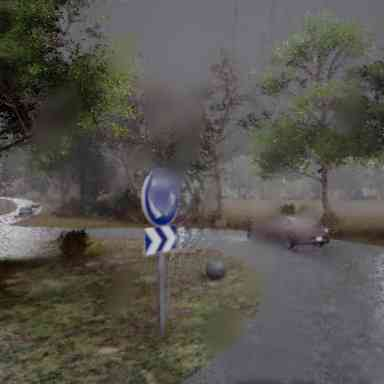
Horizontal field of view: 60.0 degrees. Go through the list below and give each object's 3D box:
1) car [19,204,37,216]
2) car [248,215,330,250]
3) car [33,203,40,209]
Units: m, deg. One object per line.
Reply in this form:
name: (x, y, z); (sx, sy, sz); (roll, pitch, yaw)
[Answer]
car: (-28.480, 3.307, 57.242); (1.994, 1.385, 4.181); (-2, -1, -20)
car: (4.436, 1.804, 15.831); (1.812, 1.442, 4.674); (0, -2, -20)
car: (-39.495, 3.438, 84.016); (1.882, 1.535, 5.008); (0, 1, -26)
